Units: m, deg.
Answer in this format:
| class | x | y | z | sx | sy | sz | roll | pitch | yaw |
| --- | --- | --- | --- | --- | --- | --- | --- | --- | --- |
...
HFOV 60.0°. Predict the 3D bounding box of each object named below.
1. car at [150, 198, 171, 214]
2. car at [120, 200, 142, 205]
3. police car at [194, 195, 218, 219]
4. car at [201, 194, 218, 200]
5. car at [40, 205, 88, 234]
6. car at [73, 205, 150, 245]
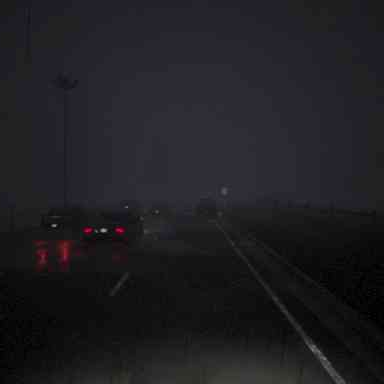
| class | x | y | z | sx | sy | sz | roll | pitch | yaw |
| --- | --- | --- | --- | --- | --- | --- | --- | --- | --- |
| car | -3.280 | 1.561 | 34.325 | 1.895 | 1.301 | 4.718 | 0 | 0 | 2 |
| car | -6.661 | 1.522 | 36.415 | 1.994 | 1.385 | 4.181 | 0 | 0 | 3 |
| police car | 1.220 | 1.392 | 29.121 | 1.930 | 1.638 | 5.238 | 0 | 0 | 0 |
| car | 4.750 | 1.333 | 88.896 | 1.895 | 1.301 | 4.718 | 0 | 0 | -38 |
| car | -6.904 | 1.469 | 19.124 | 2.128 | 1.511 | 4.902 | 0 | 0 | 0 |
| car | -3.403 | 1.530 | 15.311 | 2.033 | 1.411 | 5.357 | 0 | 0 | 0 |
